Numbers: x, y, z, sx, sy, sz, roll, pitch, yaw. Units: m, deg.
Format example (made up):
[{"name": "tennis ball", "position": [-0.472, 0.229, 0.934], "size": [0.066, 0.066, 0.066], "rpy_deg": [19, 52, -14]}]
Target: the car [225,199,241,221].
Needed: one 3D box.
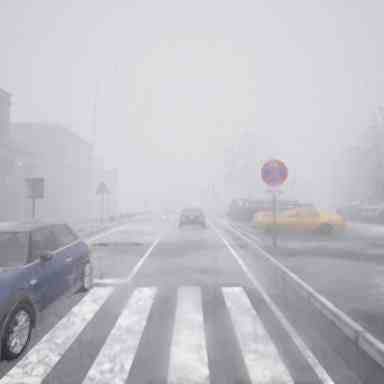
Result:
[{"name": "car", "position": [6.128, 1.663, 31.408], "size": [5.566, 2.045, 2.435], "rpy_deg": [0, -2, -1]}]

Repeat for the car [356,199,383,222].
[{"name": "car", "position": [18.363, 1.618, 29.913], "size": [5.566, 2.045, 2.435], "rpy_deg": [0, -2, -1]}]

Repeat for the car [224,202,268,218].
[{"name": "car", "position": [6.042, 1.977, 37.354], "size": [4.553, 1.767, 2.185], "rpy_deg": [0, -2, -1]}]

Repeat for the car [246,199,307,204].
[{"name": "car", "position": [6.234, 1.559, 22.178], "size": [4.553, 1.767, 2.185], "rpy_deg": [0, -1, -1]}]

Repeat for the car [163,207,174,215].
[{"name": "car", "position": [-3.520, 3.036, 52.790], "size": [1.895, 1.301, 4.718], "rpy_deg": [0, -3, 0]}]

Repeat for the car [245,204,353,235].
[{"name": "car", "position": [6.048, 1.627, 19.257], "size": [5.366, 1.575, 1.946], "rpy_deg": [0, -1, -1]}]

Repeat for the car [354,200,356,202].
[{"name": "car", "position": [18.281, 1.787, 35.372], "size": [5.566, 2.045, 2.435], "rpy_deg": [0, -2, -1]}]

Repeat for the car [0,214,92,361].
[{"name": "car", "position": [-3.368, 1.367, 5.896], "size": [2.097, 1.767, 4.553], "rpy_deg": [0, 0, 0]}]

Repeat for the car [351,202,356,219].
[{"name": "car", "position": [18.344, 1.955, 32.697], "size": [4.892, 1.521, 2.231], "rpy_deg": [0, -2, -1]}]

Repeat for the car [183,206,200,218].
[{"name": "car", "position": [-0.102, 2.423, 41.520], "size": [1.994, 1.385, 4.181], "rpy_deg": [0, -3, 0]}]

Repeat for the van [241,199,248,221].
[{"name": "van", "position": [6.287, 1.528, 25.218], "size": [4.442, 1.987, 1.878], "rpy_deg": [0, -1, -1]}]

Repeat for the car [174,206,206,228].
[{"name": "car", "position": [0.006, 1.805, 24.097], "size": [2.033, 1.411, 5.357], "rpy_deg": [0, -1, 0]}]
